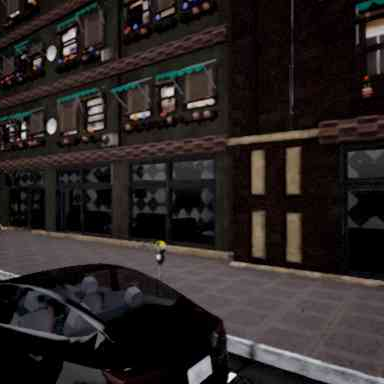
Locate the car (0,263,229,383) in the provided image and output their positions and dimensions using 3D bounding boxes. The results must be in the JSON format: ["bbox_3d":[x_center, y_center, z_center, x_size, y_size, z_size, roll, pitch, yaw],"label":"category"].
[{"bbox_3d":[-1.623,1.565,4.038,4.313,1.339,1.947,0,0,36],"label":"car"}]
